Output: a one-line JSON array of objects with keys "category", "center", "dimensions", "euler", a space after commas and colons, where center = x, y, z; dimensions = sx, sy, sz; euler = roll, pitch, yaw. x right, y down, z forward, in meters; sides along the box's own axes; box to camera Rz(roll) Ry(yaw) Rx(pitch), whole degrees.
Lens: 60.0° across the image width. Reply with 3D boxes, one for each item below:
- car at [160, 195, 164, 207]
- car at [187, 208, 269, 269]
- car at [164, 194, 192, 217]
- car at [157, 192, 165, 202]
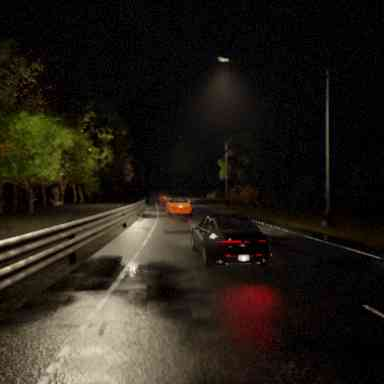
[{"category": "car", "center": [-3.351, 1.525, 48.914], "dimensions": [1.895, 1.301, 4.718], "euler": [0, 0, -7]}, {"category": "car", "center": [1.092, 1.498, 11.233], "dimensions": [1.837, 1.490, 4.892], "euler": [0, 0, -7]}, {"category": "car", "center": [-1.243, 1.311, 31.023], "dimensions": [2.097, 1.767, 4.553], "euler": [0, 0, -7]}, {"category": "car", "center": [-5.862, 1.231, 70.180], "dimensions": [2.097, 1.767, 4.553], "euler": [0, 0, -7]}]
